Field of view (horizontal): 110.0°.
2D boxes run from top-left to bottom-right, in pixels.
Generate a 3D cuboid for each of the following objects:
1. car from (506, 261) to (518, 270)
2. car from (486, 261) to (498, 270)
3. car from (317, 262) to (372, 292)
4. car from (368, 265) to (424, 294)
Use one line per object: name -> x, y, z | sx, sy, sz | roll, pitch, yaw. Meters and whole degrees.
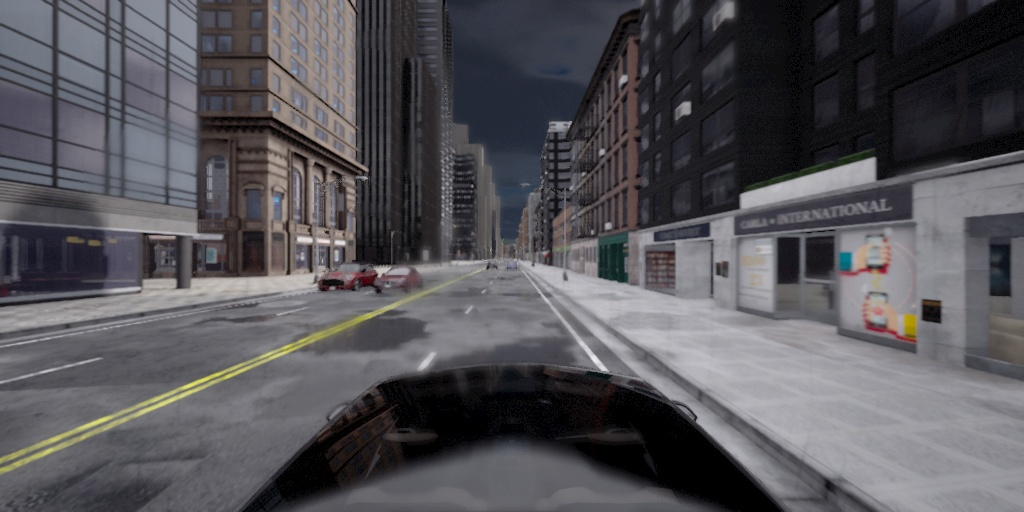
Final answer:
car -> -0.009, 1.522, 59.286 | 2.033, 1.411, 5.357 | 0, 0, 0
car -> -3.259, 1.500, 59.286 | 1.812, 1.442, 4.674 | 0, 0, 0
car -> -9.790, 1.180, 21.831 | 2.097, 1.767, 4.553 | 0, 0, 0
car -> -6.544, 1.352, 21.269 | 1.812, 1.442, 4.674 | 0, 0, 1
